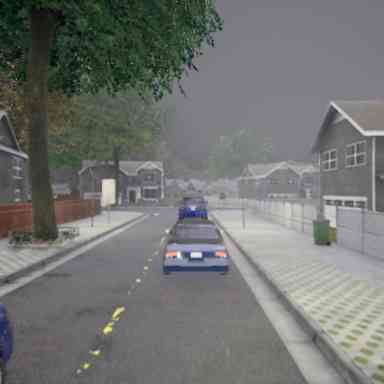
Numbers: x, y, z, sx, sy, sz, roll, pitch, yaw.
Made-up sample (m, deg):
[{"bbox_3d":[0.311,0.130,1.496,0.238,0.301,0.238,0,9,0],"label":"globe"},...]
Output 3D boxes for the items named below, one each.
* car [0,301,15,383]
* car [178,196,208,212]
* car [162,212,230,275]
[{"bbox_3d":[-2.851,1.531,1.883,1.812,1.442,4.674,0,0,0],"label":"car"},{"bbox_3d":[0.084,1.290,26.164,2.150,2.045,5.566,0,0,0],"label":"car"},{"bbox_3d":[0.094,1.576,10.565,2.033,1.411,5.357,0,0,0],"label":"car"}]
